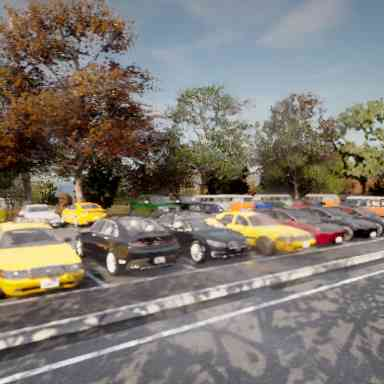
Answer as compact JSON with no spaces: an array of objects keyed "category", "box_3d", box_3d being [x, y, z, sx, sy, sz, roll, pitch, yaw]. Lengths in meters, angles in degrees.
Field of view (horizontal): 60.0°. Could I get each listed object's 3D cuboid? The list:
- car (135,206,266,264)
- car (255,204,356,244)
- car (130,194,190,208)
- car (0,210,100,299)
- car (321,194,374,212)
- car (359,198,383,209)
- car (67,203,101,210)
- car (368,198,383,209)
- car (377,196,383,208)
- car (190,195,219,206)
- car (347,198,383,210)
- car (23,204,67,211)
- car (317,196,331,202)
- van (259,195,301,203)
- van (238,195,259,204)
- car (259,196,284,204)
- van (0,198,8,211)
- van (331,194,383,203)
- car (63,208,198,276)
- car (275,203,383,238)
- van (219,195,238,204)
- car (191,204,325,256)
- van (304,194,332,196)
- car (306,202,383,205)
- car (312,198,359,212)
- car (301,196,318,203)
[{"category":"car","box_3d":[0.022,1.495,12.216,2.231,1.521,4.892,0,0,-35]},{"category":"car","box_3d":[4.567,1.520,15.405,2.163,1.488,4.792,0,0,-35]},{"category":"car","box_3d":[-2.939,1.236,26.118,2.435,2.045,5.566,0,0,-35]},{"category":"car","box_3d":[-4.392,1.494,8.843,1.946,1.575,5.366,0,0,-35]},{"category":"car","box_3d":[19.598,1.304,42.213,2.435,2.045,5.566,1,0,-35]},{"category":"car","box_3d":[26.386,1.663,47.001,2.002,1.452,4.674,1,0,-35]},{"category":"car","box_3d":[-7.468,1.491,22.926,2.097,1.535,5.008,0,0,-35]},{"category":"car","box_3d":[28.659,1.674,48.585,2.163,1.488,4.792,1,0,-35]},{"category":"car","box_3d":[30.781,1.541,50.168,2.185,1.767,4.553,1,0,-35]},{"category":"car","box_3d":[-0.681,1.235,27.724,2.435,2.045,5.566,0,0,-35]},{"category":"car","box_3d":[24.235,1.597,45.247,1.946,1.575,5.366,1,0,-35]},{"category":"car","box_3d":[-9.832,1.533,21.255,2.002,1.452,4.674,0,0,-35]},{"category":"car","box_3d":[12.723,1.526,37.324,2.163,1.488,4.792,0,0,-35]},{"category":"van","box_3d":[8.408,1.256,34.088,1.878,1.987,4.442,0,0,-36]},{"category":"van","box_3d":[3.750,1.257,31.052,1.878,1.987,4.442,0,0,-35]},{"category":"car","box_3d":[6.072,1.481,32.566,2.097,1.535,5.008,0,0,-35]},{"category":"van","box_3d":[-12.156,1.269,19.742,1.878,1.987,4.442,0,0,-35]},{"category":"van","box_3d":[11.270,1.259,20.350,1.878,1.987,4.442,0,0,-35]},{"category":"car","box_3d":[-2.234,1.497,10.597,2.231,1.521,4.892,0,0,-35]},{"category":"car","box_3d":[6.830,1.518,17.014,2.163,1.488,4.792,0,0,-35]},{"category":"van","box_3d":[1.628,1.258,29.256,1.878,1.987,4.442,0,0,-35]},{"category":"car","box_3d":[2.395,1.489,13.669,1.946,1.575,5.366,0,0,-35]},{"category":"van","box_3d":[14.931,1.286,39.002,1.878,1.987,4.442,0,0,-35]},{"category":"car","box_3d":[9.092,1.516,18.623,2.163,1.488,4.792,0,0,-35]},{"category":"car","box_3d":[17.372,1.563,40.560,2.163,1.488,4.792,1,0,-35]},{"category":"car","box_3d":[10.571,1.515,35.795,2.163,1.488,4.792,0,0,-35]}]
